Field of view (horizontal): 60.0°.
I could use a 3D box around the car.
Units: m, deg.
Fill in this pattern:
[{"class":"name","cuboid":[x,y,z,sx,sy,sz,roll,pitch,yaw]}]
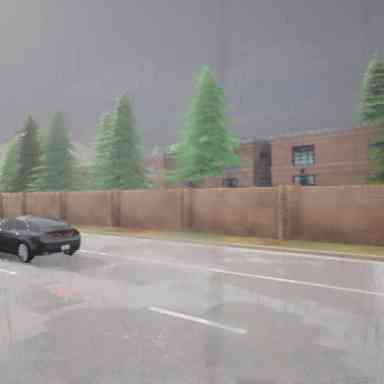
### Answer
[{"class":"car","cuboid":[-6.243,1.666,12.680,4.892,1.490,1.837,-1,-1,36]}]
